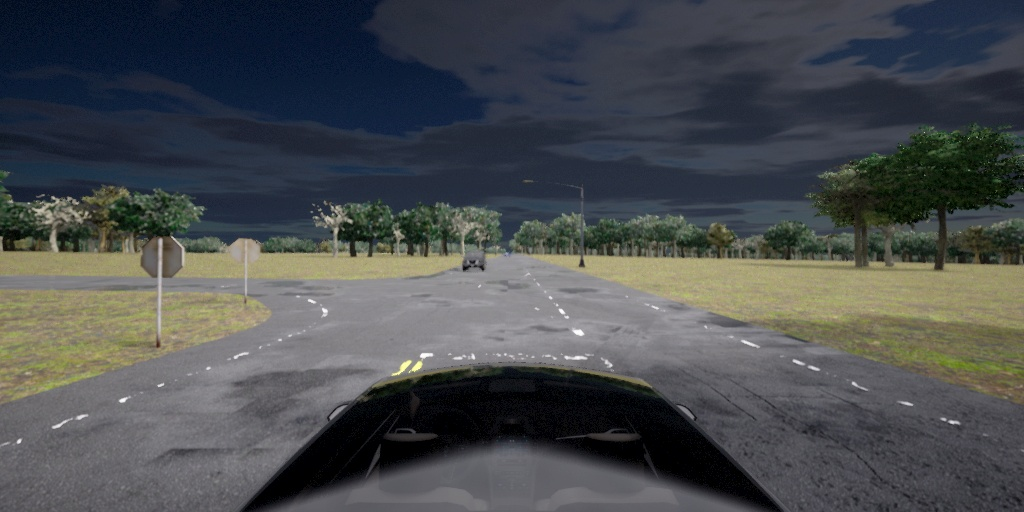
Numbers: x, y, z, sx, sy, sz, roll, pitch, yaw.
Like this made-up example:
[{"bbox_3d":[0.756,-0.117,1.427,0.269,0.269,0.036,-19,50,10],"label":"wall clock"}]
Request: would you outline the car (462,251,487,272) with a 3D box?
[{"bbox_3d":[-3.758,0.494,36.577,2.150,2.045,5.566,0,1,-1],"label":"car"}]
